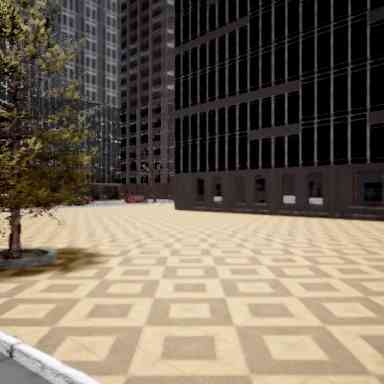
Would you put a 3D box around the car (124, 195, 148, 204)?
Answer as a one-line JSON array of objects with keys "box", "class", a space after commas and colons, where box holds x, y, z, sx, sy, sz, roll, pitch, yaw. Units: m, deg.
[{"box": [-9.521, 1.396, 56.531, 1.802, 1.307, 4.206, 1, 1, 45], "class": "car"}]

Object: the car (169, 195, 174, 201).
[{"box": [-1.528, 1.040, 64.625, 2.192, 1.841, 5.009, 1, 1, 45], "class": "car"}]

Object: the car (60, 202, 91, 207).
[{"box": [-17.466, 1.469, 48.388, 1.947, 1.339, 4.313, 1, 1, 45], "class": "car"}]

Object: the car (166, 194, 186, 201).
[{"box": [-3.482, 1.239, 74.578, 1.947, 1.339, 4.313, 1, 1, 45], "class": "car"}]

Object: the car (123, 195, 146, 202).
[{"box": [-11.476, 1.327, 66.481, 1.947, 1.339, 4.313, 1, 1, 45], "class": "car"}]
